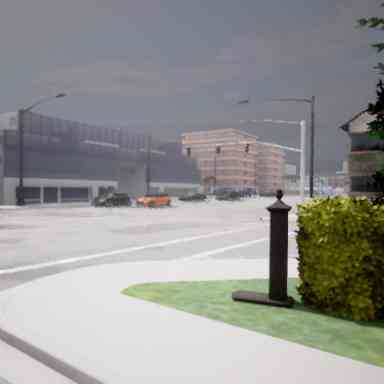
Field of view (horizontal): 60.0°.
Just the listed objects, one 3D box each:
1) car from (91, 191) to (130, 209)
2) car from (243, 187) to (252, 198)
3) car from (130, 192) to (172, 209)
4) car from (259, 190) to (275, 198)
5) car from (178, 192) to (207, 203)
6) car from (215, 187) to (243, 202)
[{"bbox_3d":[-8.814,0.830,36.530,2.097,1.767,4.553,1,1,35],"label":"car"},{"bbox_3d":[9.225,0.024,62.115,2.150,2.045,5.566,1,2,36],"label":"car"},{"bbox_3d":[-4.260,0.857,36.921,2.097,1.767,4.553,1,1,35],"label":"car"},{"bbox_3d":[14.322,0.367,63.272,1.994,1.385,4.181,1,1,36],"label":"car"},{"bbox_3d":[0.160,0.755,49.302,2.033,1.411,5.357,1,2,35],"label":"car"},{"bbox_3d":[5.410,0.503,50.669,2.097,1.767,4.553,1,2,35],"label":"car"}]
